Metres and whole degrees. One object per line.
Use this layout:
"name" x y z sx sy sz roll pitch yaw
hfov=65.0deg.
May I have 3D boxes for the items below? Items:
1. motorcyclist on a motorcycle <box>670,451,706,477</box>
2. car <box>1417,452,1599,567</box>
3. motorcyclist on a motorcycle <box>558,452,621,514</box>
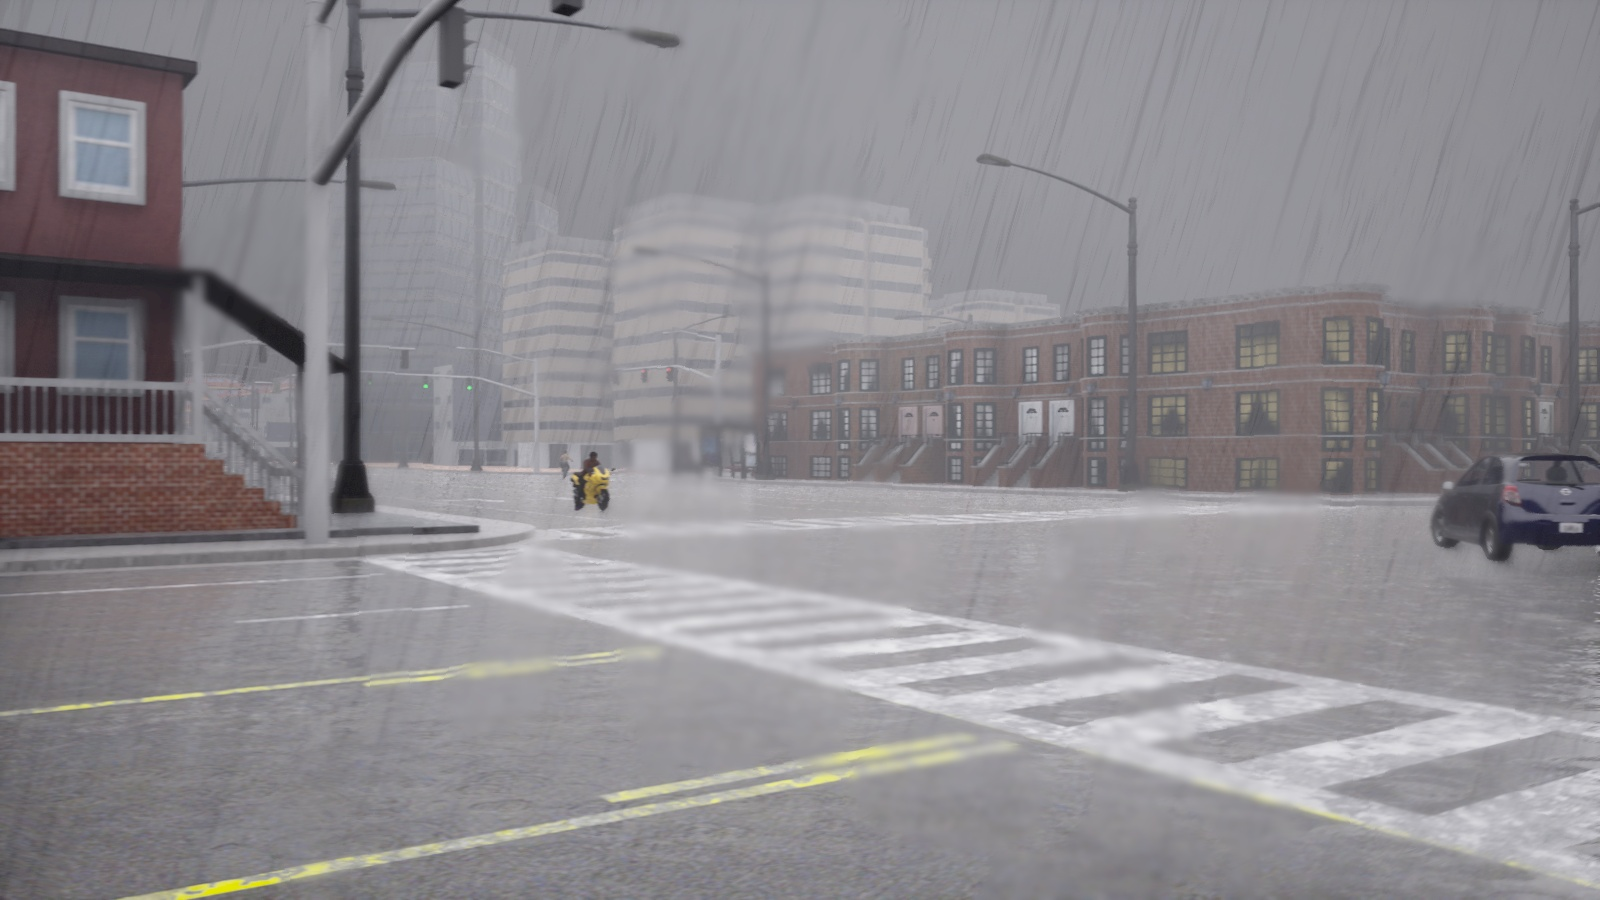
"motorcyclist on a motorcycle" -7.446 0.915 83.486 2.350 1.649 0.766 0 0 -35
"car" 10.459 0.781 18.275 1.845 1.501 3.633 0 0 13
"motorcyclist on a motorcycle" -5.402 0.817 32.130 0.797 1.523 2.044 0 0 -35
